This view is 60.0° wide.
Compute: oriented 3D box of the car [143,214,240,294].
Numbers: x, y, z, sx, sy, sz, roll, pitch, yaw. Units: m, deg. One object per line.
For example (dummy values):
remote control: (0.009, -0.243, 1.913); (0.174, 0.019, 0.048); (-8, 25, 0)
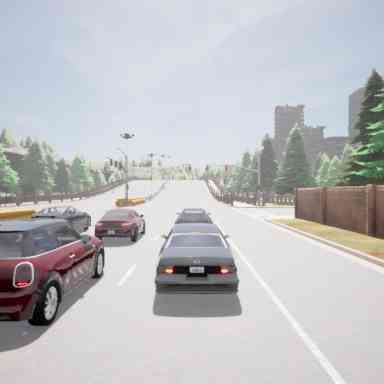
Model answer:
car: (0.097, 1.547, 8.927); (2.033, 1.411, 5.357); (0, 0, 0)

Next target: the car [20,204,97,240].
car: (-6.906, 1.491, 17.898); (2.128, 1.511, 4.902); (0, 0, 0)

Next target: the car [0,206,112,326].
car: (-3.403, 1.352, 7.222); (2.097, 1.767, 4.553); (0, 0, 0)

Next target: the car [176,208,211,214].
car: (0.096, 1.564, 18.168); (1.994, 1.385, 4.181); (0, 0, 0)

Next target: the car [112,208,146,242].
car: (-3.408, 1.526, 16.216); (1.812, 1.442, 4.674); (0, 0, -1)
